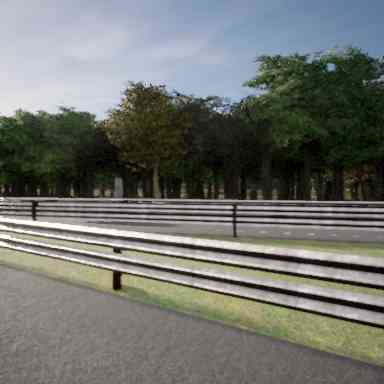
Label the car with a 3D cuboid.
[{"bbox_3d":[-5.031,1.210,20.762,4.181,1.385,1.994,0,0,21],"label":"car"}]
